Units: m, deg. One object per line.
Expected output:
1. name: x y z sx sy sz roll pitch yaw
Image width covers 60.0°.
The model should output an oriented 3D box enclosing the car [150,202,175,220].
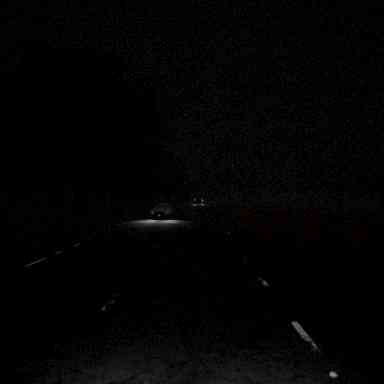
1. car: -2.607 1.683 30.255 1.812 1.442 4.674 0 0 4

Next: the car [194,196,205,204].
1. car: 1.591 1.695 70.500 2.097 1.767 4.553 0 0 8
